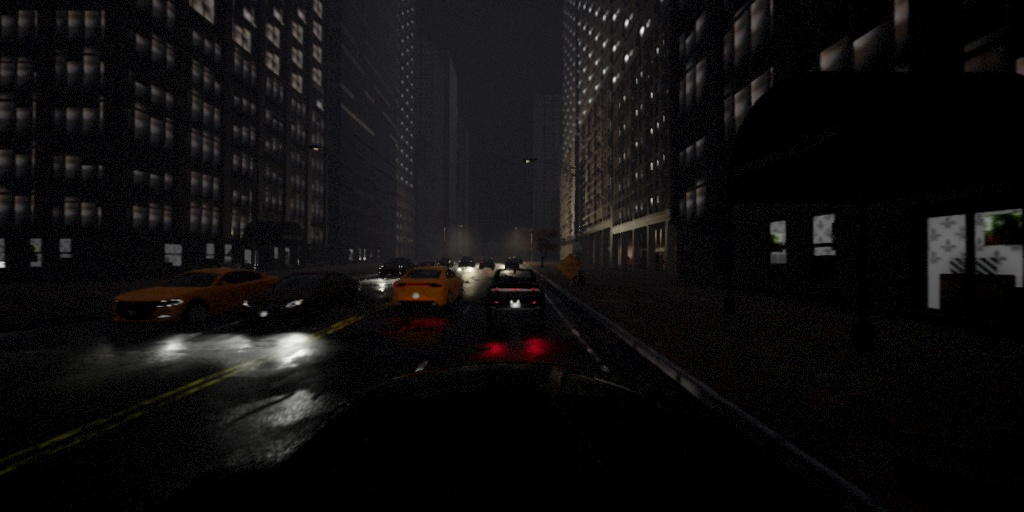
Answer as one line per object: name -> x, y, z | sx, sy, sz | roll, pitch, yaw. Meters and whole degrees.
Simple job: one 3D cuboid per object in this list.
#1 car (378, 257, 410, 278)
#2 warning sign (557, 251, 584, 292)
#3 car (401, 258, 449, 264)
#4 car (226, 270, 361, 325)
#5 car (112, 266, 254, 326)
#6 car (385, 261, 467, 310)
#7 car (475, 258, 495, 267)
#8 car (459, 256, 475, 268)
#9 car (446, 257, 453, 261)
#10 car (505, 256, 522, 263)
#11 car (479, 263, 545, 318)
car -> -9.833, 0.907, 30.977 | 2.097, 1.767, 4.553 | 0, 0, 0
warning sign -> 2.853, 0.791, 17.416 | 1.300, 1.860, 1.060 | 0, 0, 0
car -> -6.592, 1.132, 27.810 | 2.033, 1.411, 5.357 | 0, 0, 0
car -> -6.597, 1.213, 11.844 | 1.812, 1.442, 4.674 | 0, 1, 0
car -> -9.842, 1.149, 11.779 | 1.882, 1.535, 5.008 | 1, 1, 0
car -> -3.149, 1.143, 14.254 | 1.882, 1.535, 5.008 | 0, 0, 0
car -> -3.236, 0.995, 46.816 | 2.128, 1.511, 4.902 | 0, 0, 0
car -> -6.494, 0.815, 51.892 | 2.097, 1.767, 4.553 | 0, 0, 0
car -> -9.736, 0.972, 52.522 | 1.837, 1.490, 4.892 | 0, 0, 0
car -> 0.014, 0.994, 46.815 | 1.882, 1.535, 5.008 | 0, 0, 0
car -> 0.102, 1.180, 12.682 | 2.128, 1.511, 4.902 | 0, 0, 0
